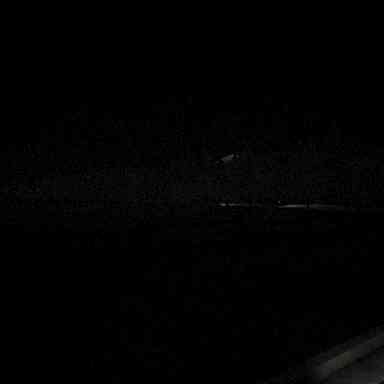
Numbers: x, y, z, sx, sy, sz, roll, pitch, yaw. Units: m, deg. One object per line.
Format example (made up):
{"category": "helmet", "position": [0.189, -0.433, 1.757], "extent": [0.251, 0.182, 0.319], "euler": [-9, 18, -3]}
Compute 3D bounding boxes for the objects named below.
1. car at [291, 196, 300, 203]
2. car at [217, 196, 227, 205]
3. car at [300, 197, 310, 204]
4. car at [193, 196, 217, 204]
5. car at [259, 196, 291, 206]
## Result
{"category": "car", "position": [15.679, 1.553, 58.394], "extent": [2.033, 1.411, 5.357], "euler": [0, 0, -36]}
{"category": "car", "position": [4.684, 1.511, 61.602], "extent": [1.837, 1.490, 4.892], "euler": [0, 0, -36]}
{"category": "car", "position": [18.857, 1.509, 60.008], "extent": [1.837, 1.490, 4.892], "euler": [0, 0, -36]}
{"category": "car", "position": [1.971, 1.570, 59.378], "extent": [1.994, 1.385, 4.181], "euler": [0, 0, -36]}
{"category": "car", "position": [13.446, 1.508, 55.477], "extent": [1.837, 1.490, 4.892], "euler": [0, 1, -36]}
